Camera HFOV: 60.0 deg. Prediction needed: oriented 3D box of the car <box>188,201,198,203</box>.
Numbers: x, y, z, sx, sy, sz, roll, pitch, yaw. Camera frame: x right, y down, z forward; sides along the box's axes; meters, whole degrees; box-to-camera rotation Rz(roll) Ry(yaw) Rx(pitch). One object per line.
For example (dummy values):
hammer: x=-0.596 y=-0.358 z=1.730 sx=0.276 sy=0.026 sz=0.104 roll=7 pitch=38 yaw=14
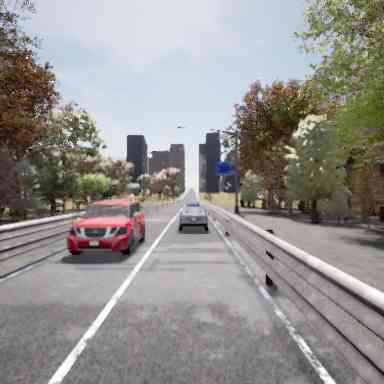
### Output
car: x=0.094 y=1.942 z=46.246 sx=1.812 sy=1.442 sz=4.674 roll=0 pitch=-1 yaw=0

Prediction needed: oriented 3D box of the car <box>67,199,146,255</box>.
car: x=-3.252 y=1.356 z=13.819 sx=2.150 sy=2.045 sz=5.566 roll=0 pitch=0 yaw=0

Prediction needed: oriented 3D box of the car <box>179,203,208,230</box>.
car: x=0.095 y=1.640 z=21.687 sx=2.033 sy=1.411 sz=5.357 roll=0 pitch=-1 yaw=0
